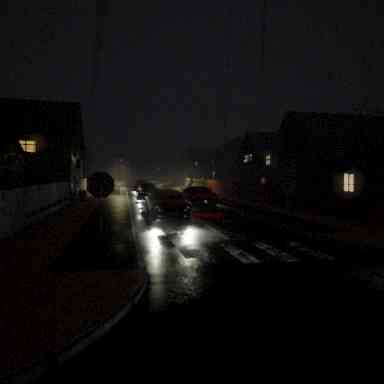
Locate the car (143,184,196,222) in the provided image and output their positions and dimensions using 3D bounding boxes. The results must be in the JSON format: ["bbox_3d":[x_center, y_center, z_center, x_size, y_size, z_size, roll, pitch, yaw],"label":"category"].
[{"bbox_3d":[-1.351,0.597,17.698,1.882,1.535,5.008,1,3,-12],"label":"car"}]

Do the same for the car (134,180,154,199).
[{"bbox_3d":[-4.316,-0.160,31.960,1.837,1.490,4.892,0,3,-12],"label":"car"}]

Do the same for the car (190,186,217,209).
[{"bbox_3d":[0.343,0.321,23.756,1.882,1.535,5.008,0,3,-12],"label":"car"}]

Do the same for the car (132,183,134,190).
[{"bbox_3d":[-6.956,-0.876,44.797,1.837,1.490,4.892,1,3,-11],"label":"car"}]
